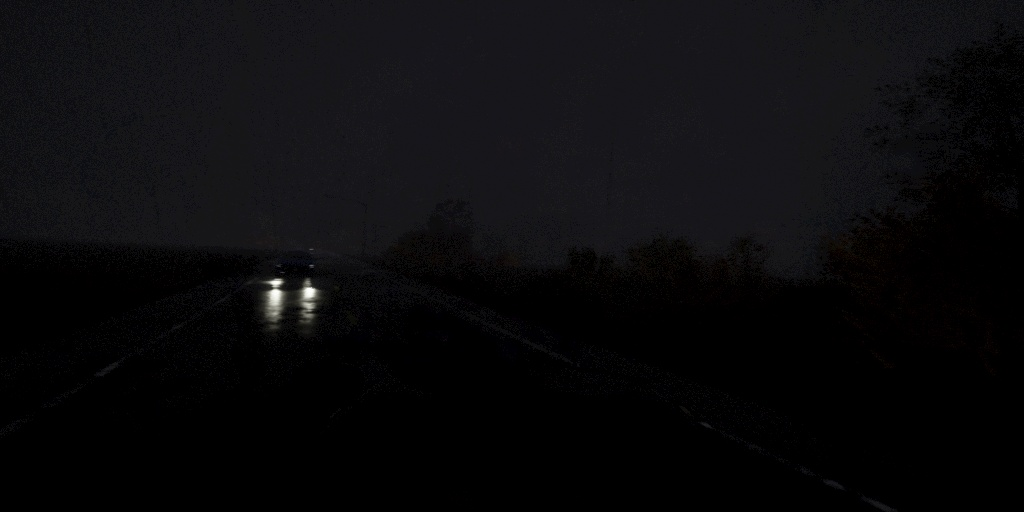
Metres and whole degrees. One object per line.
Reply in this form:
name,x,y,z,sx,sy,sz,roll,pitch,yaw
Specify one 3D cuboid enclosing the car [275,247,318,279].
car,-12.861,0.429,21.486,1.882,1.535,5.008,4,0,-29
